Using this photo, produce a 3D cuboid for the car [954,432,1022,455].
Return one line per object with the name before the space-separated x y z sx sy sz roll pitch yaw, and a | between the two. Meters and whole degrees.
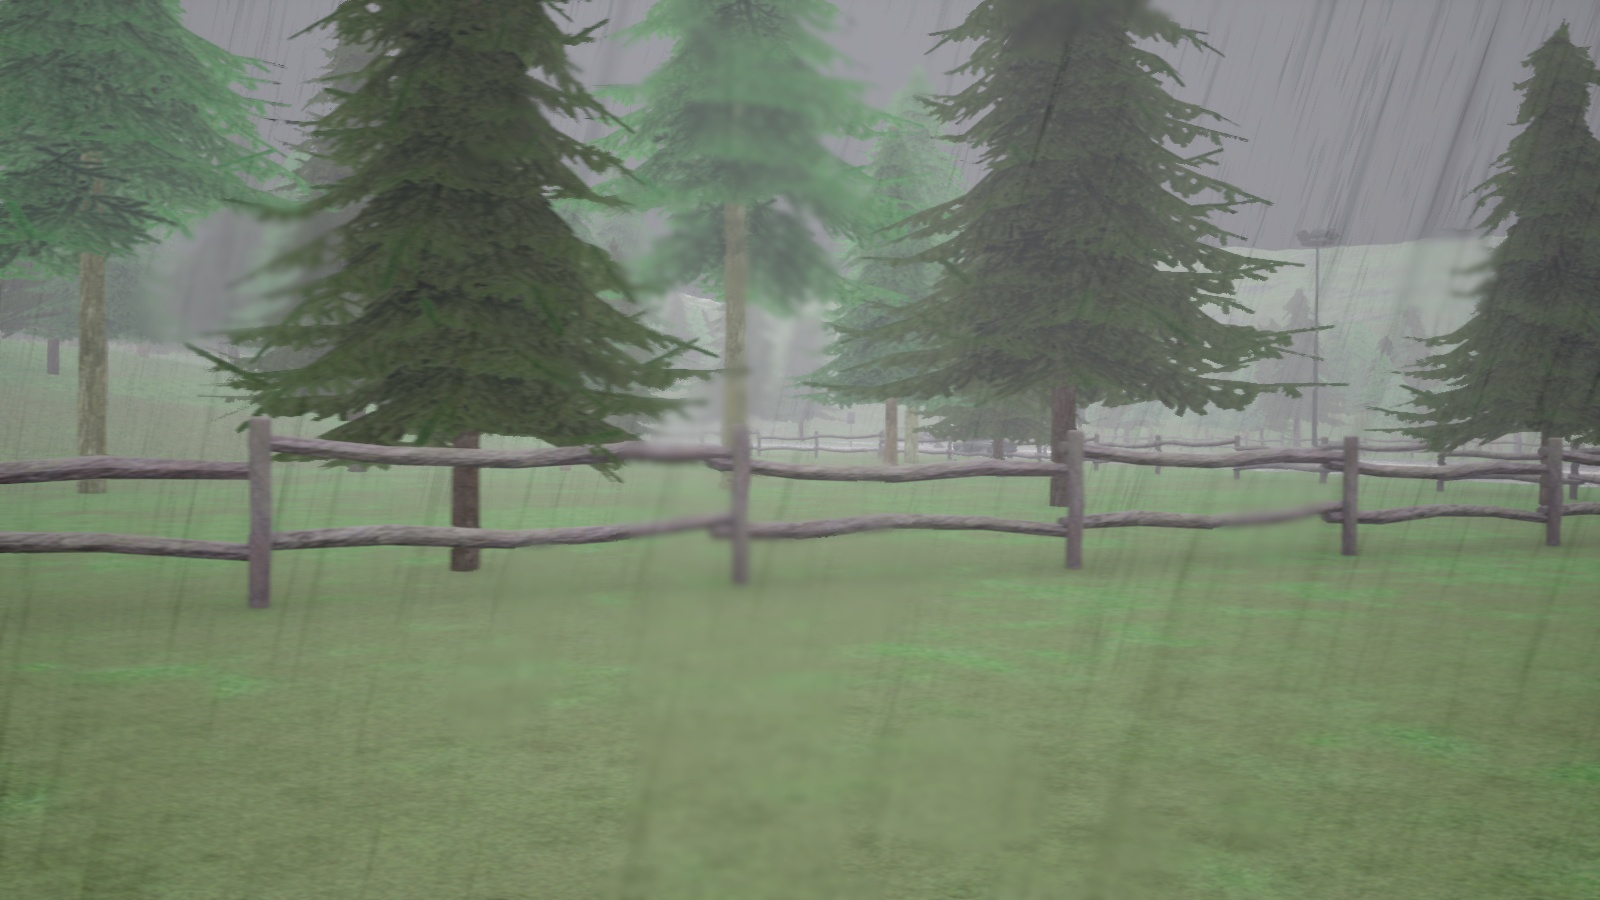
car | 10.914 -0.414 73.409 1.895 1.301 4.718 -1 1 -20
